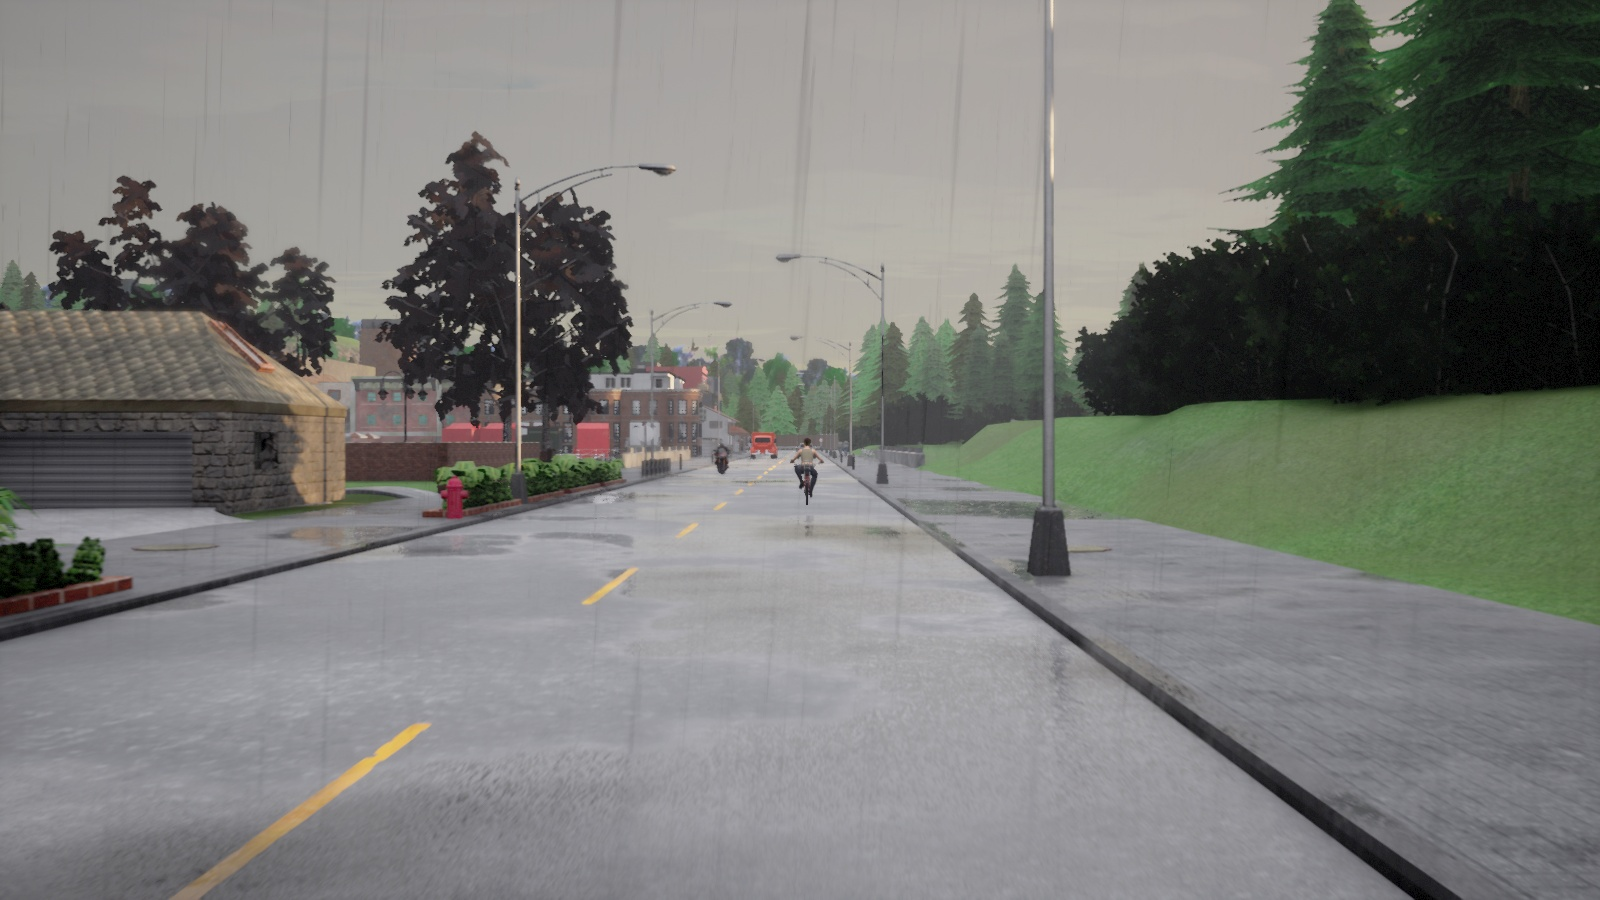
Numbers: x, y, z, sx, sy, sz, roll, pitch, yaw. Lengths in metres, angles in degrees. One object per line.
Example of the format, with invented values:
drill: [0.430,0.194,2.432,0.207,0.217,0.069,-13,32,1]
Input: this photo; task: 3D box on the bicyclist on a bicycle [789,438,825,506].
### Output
bicyclist on a bicycle: [0.171,0.511,30.612,0.866,1.612,1.509,0,0,0]

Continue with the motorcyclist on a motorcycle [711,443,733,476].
motorcyclist on a motorcycle: [-3.691,0.443,59.541,0.866,1.530,2.191,0,0,0]
